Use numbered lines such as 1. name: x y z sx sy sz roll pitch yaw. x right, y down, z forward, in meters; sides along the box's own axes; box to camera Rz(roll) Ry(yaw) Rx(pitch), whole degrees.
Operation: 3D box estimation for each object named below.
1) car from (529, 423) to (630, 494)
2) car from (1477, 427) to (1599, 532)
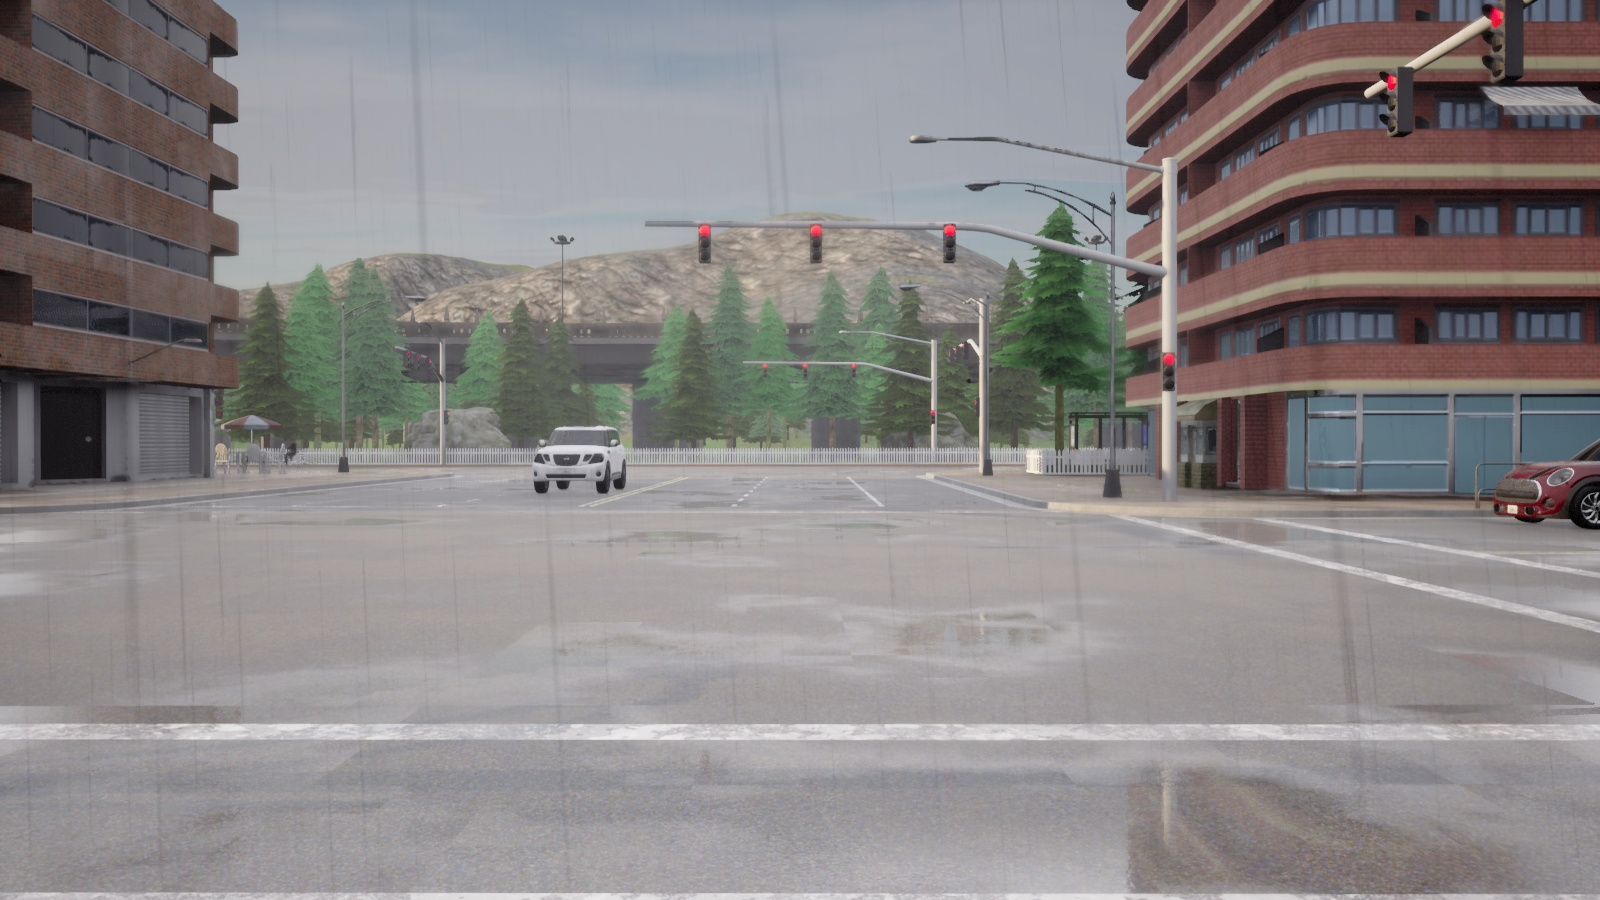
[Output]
1. car: -6.764 0.238 39.131 2.150 2.045 5.566 0 0 0
2. car: 14.813 0.491 22.209 4.553 1.767 2.097 0 0 0
